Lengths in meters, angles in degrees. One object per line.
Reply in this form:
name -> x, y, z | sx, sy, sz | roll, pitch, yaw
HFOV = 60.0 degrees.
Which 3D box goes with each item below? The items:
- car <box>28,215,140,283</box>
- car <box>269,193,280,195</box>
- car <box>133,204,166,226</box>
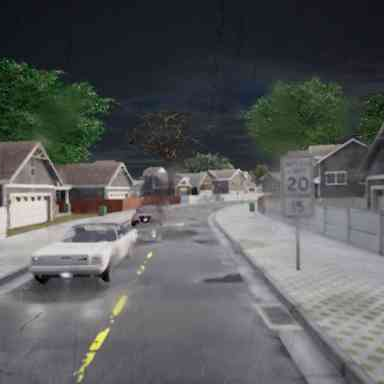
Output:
car -> -2.949, 1.622, 9.934 | 1.895, 1.301, 4.718 | -1, 0, -1
car -> 18.519, 0.914, 73.242 | 2.097, 1.767, 4.553 | -1, 0, 42
car -> -2.908, 1.558, 23.127 | 1.994, 1.385, 4.181 | -1, 0, 2
